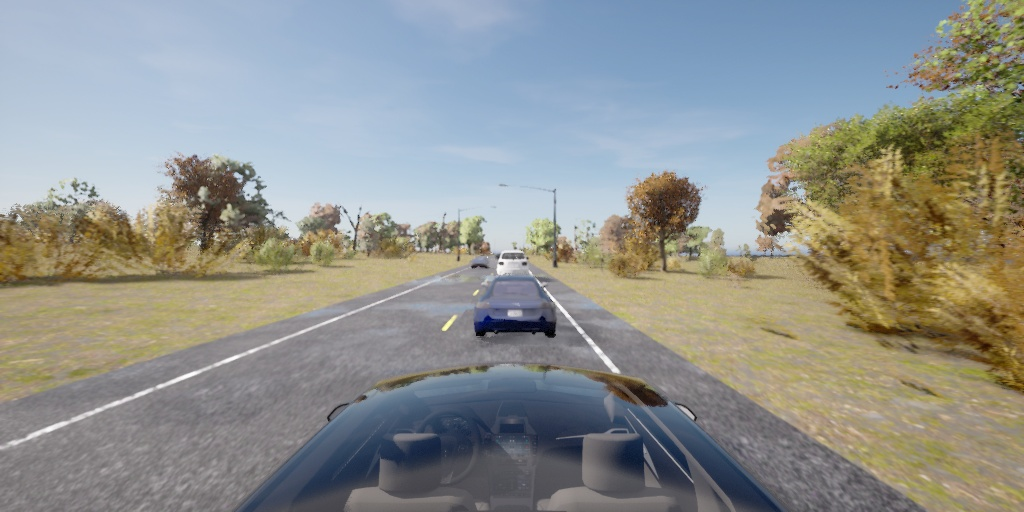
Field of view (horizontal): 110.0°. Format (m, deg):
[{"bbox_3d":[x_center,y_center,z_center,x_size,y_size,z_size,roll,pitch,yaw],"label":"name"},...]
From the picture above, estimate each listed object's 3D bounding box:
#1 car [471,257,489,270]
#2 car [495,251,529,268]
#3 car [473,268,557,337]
[{"bbox_3d":[-3.607,0.776,41.366,2.033,1.411,5.357,0,1,0],"label":"car"},{"bbox_3d":[0.076,0.640,26.557,2.150,2.045,5.566,0,1,0],"label":"car"},{"bbox_3d":[0.075,1.204,9.918,1.994,1.385,4.181,0,1,0],"label":"car"}]
